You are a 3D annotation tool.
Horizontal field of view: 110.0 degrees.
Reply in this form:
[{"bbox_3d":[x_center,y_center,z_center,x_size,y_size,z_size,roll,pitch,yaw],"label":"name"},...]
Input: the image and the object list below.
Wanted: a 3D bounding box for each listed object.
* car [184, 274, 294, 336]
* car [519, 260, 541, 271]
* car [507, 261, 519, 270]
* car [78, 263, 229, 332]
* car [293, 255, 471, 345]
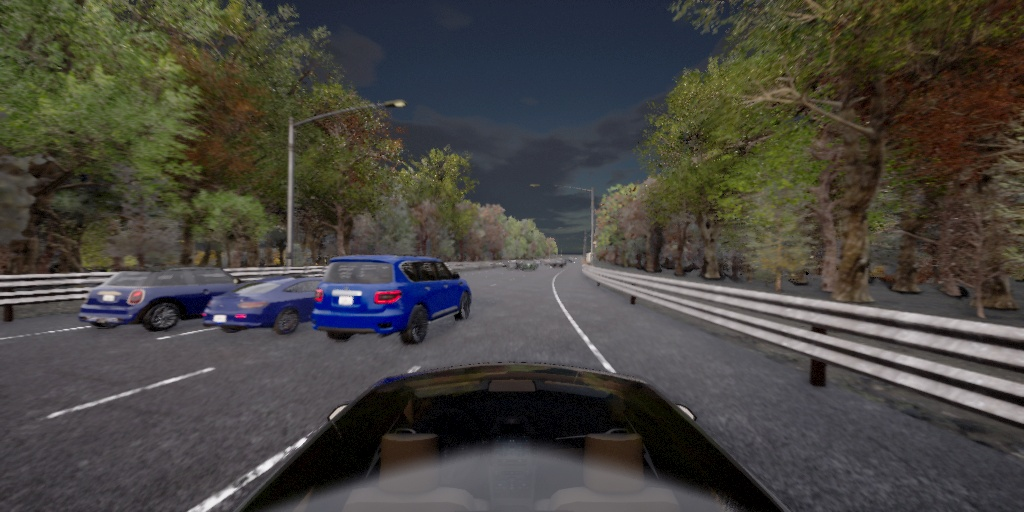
[{"bbox_3d":[-6.299,1.299,10.533,1.812,1.442,4.674,1,0,11],"label":"car"},{"bbox_3d":[3.011,1.478,58.631,2.097,1.767,4.553,0,0,11],"label":"car"},{"bbox_3d":[0.386,1.622,63.484,2.128,1.511,4.902,0,0,11],"label":"car"},{"bbox_3d":[-9.751,1.095,11.118,2.097,1.767,4.553,0,0,11],"label":"car"},{"bbox_3d":[-2.859,1.019,9.906,2.150,2.045,5.566,0,0,11],"label":"car"}]
